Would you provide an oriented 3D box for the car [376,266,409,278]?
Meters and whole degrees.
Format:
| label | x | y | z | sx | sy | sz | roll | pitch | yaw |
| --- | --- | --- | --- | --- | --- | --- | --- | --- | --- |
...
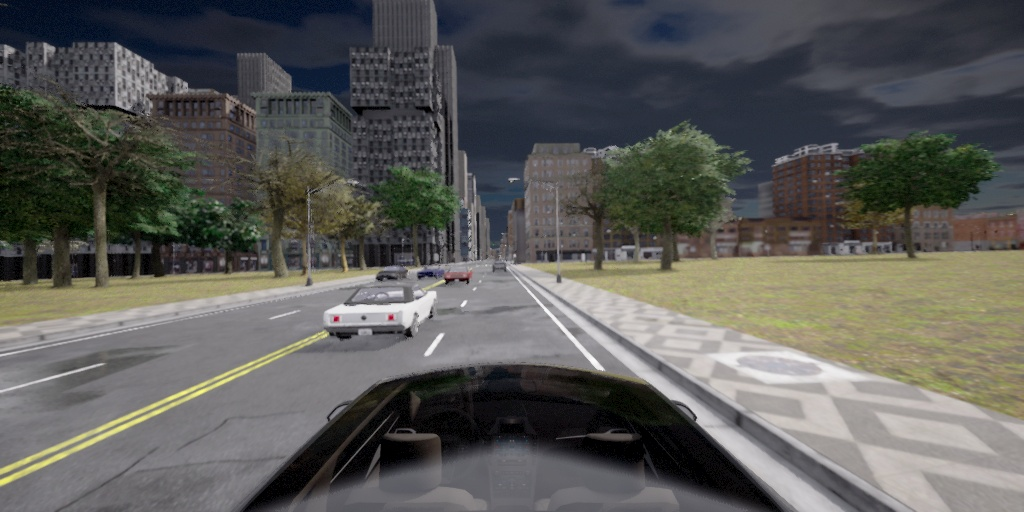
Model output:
| label | x | y | z | sx | sy | sz | roll | pitch | yaw |
| --- | --- | --- | --- | --- | --- | --- | --- | --- | --- |
| car | -11.025 | 1.607 | 33.488 | 2.033 | 1.411 | 5.357 | -1 | 0 | -2 |

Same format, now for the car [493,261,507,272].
| label | x | y | z | sx | sy | sz | roll | pitch | yaw |
| --- | --- | --- | --- | --- | --- | --- | --- | --- | --- |
| car | -1.764 | 1.420 | 50.764 | 2.128 | 1.511 | 4.902 | -1 | 0 | -2 |

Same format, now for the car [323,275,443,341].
| label | x | y | z | sx | sy | sz | roll | pitch | yaw |
| --- | --- | --- | --- | --- | --- | --- | --- | --- | --- |
| car | -3.403 | 1.439 | 10.313 | 1.895 | 1.301 | 4.718 | -1 | 0 | -2 |

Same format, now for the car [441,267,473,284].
| label | x | y | z | sx | sy | sz | roll | pitch | yaw |
| --- | --- | --- | --- | --- | --- | --- | --- | --- | --- |
| car | -4.123 | 1.504 | 28.402 | 1.895 | 1.301 | 4.718 | -1 | 0 | -2 |

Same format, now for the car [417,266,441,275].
| label | x | y | z | sx | sy | sz | roll | pitch | yaw |
| --- | --- | --- | --- | --- | --- | --- | --- | --- | --- |
| car | -7.814 | 1.598 | 34.561 | 1.895 | 1.301 | 4.718 | -1 | 0 | -2 |
